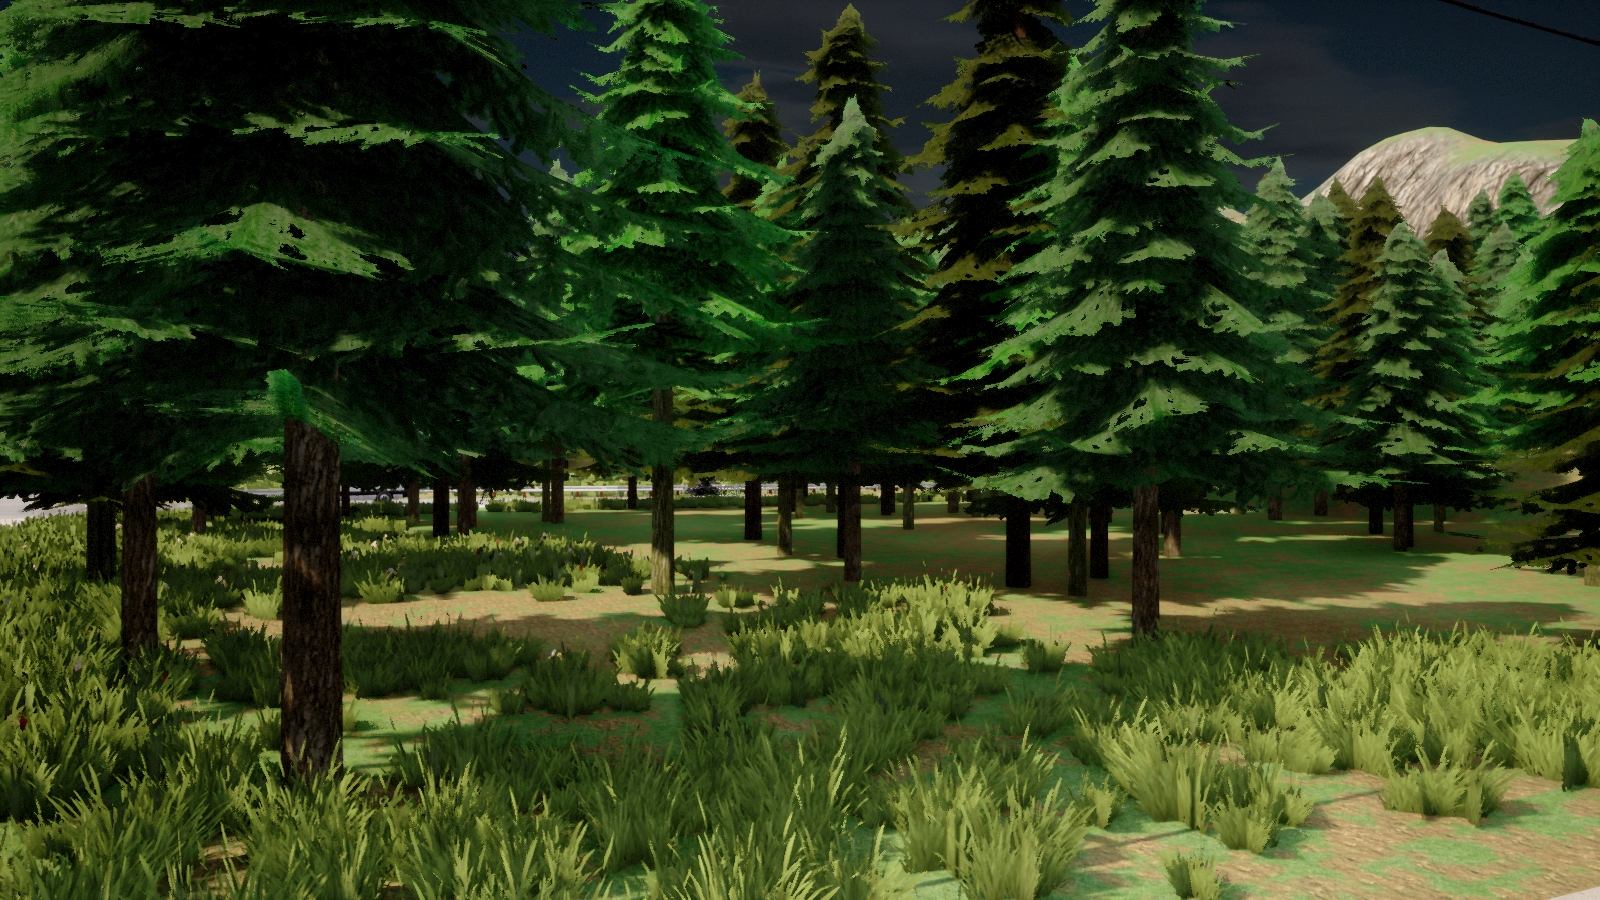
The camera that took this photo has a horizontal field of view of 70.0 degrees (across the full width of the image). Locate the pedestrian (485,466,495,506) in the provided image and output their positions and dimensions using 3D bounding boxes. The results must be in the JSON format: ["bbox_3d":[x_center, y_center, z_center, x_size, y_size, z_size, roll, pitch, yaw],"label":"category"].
[{"bbox_3d":[-14.549,1.669,53.602,0.375,1.860,0.375,0,0,-35],"label":"pedestrian"}]
